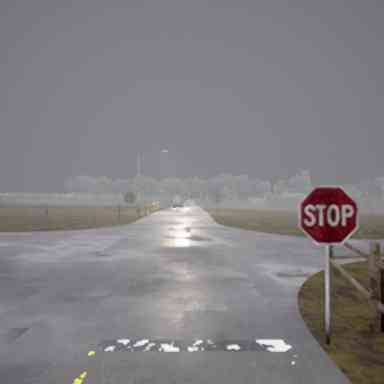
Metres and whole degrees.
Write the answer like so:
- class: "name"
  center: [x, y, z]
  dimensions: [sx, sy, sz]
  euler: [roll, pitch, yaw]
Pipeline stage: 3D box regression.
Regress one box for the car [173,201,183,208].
- class: "car"
  center: [-2.718, 2.520, 65.655]
  dimensions: [1.994, 1.385, 4.181]
  euler: [0, -2, 0]
